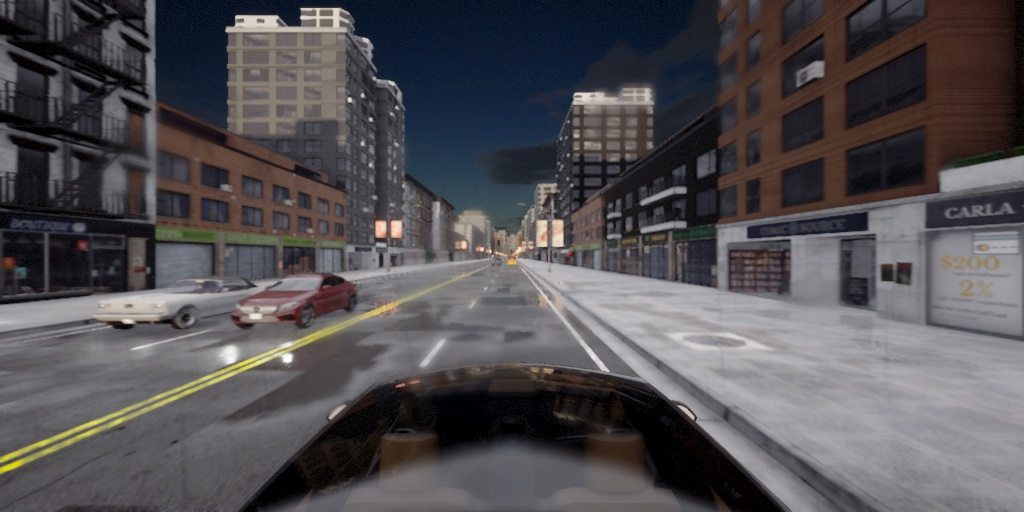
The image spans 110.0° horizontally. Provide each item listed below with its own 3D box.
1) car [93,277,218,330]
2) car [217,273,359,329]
[{"bbox_3d":[-9.749,1.354,11.320,1.895,1.301,4.718,0,0,0],"label":"car"},{"bbox_3d":[-6.498,1.279,11.422,1.812,1.442,4.674,0,0,0],"label":"car"}]
